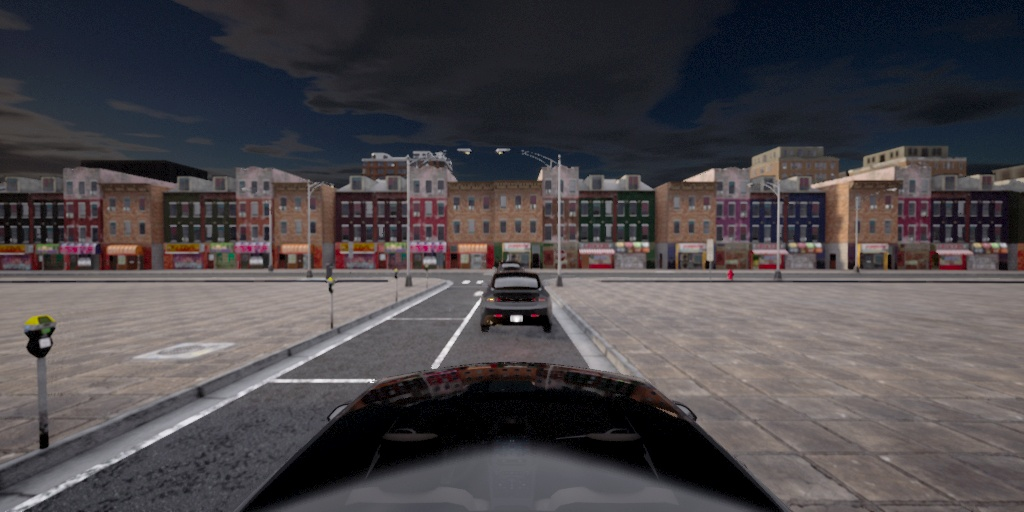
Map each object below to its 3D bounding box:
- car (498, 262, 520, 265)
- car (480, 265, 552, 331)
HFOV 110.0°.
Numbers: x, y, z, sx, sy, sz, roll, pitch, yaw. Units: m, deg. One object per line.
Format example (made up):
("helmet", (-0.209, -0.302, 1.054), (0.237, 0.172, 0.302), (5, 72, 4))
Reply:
("car", (-0.244, 1.118, 24.063), (1.837, 1.490, 4.892), (0, 0, -5))
("car", (0.103, 1.198, 10.768), (1.837, 1.490, 4.892), (0, 0, 0))
